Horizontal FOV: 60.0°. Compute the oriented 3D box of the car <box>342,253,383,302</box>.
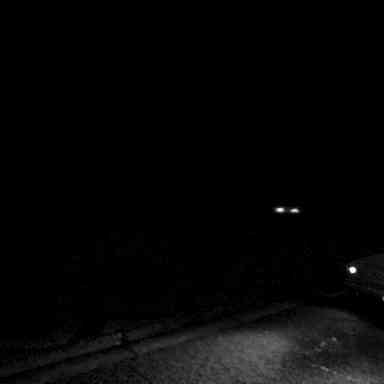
[{"bbox_3d":[5.293,1.602,7.145,4.718,1.301,1.895,0,0,-36],"label":"car"}]
